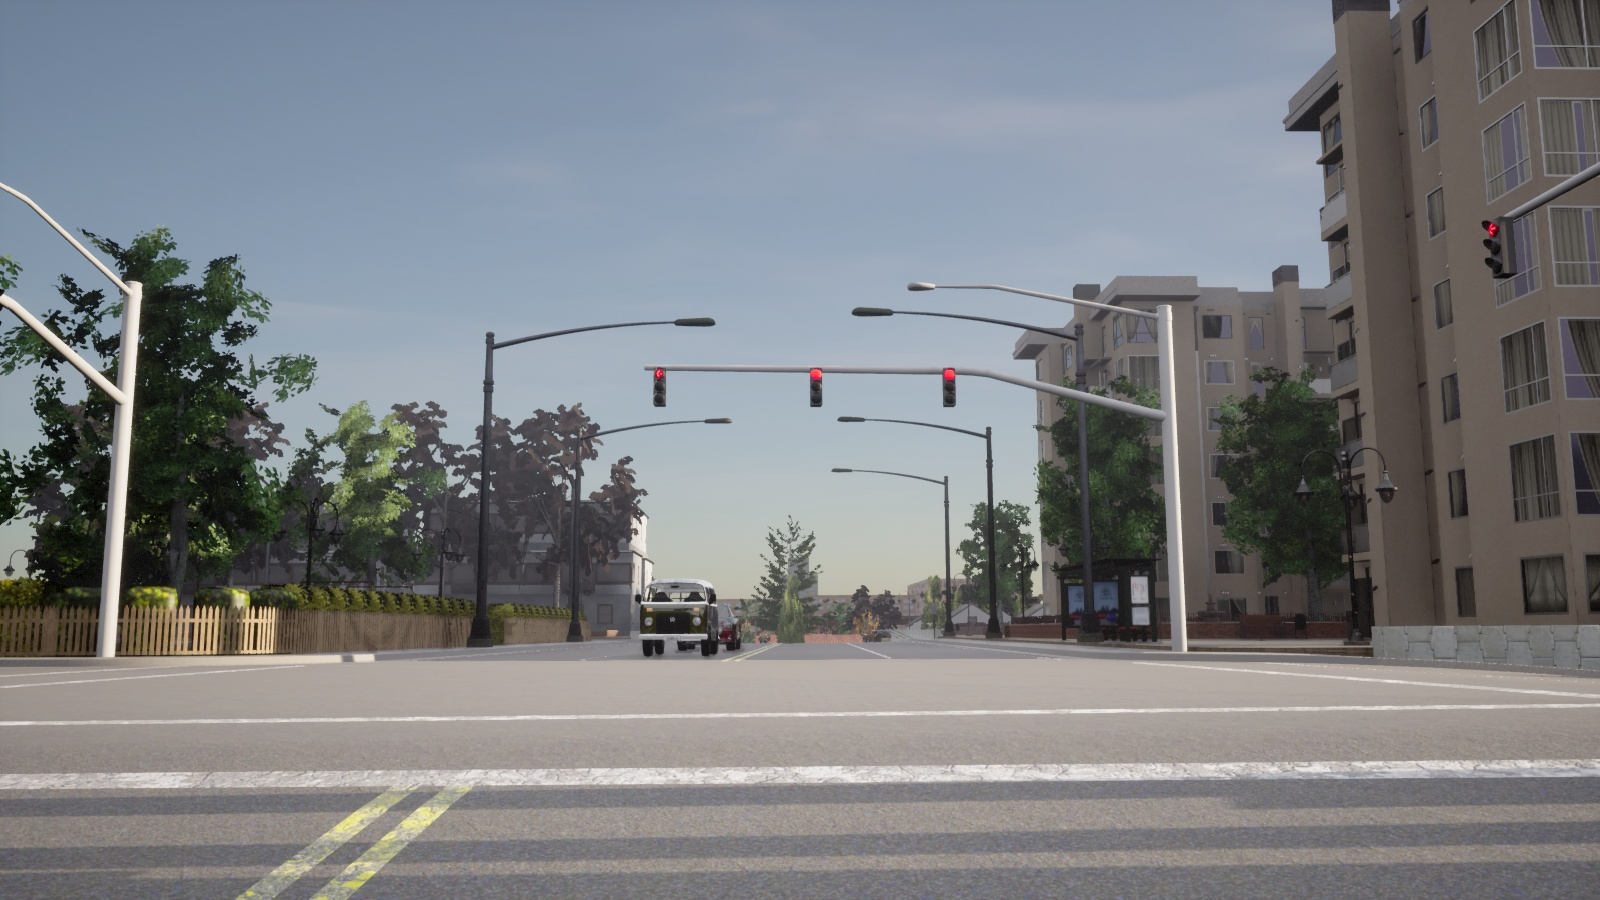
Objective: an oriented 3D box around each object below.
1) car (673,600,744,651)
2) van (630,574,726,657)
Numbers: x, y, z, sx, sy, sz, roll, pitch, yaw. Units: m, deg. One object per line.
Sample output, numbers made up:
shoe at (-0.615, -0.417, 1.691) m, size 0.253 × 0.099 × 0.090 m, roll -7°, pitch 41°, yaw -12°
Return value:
car at (-3.072, 6.025, 43.031) m, size 2.033 × 1.649 × 4.856 m, roll 0°, pitch -8°, yaw 0°
van at (-3.166, 4.443, 33.519) m, size 2.069 × 2.038 × 4.480 m, roll 0°, pitch -8°, yaw 1°
